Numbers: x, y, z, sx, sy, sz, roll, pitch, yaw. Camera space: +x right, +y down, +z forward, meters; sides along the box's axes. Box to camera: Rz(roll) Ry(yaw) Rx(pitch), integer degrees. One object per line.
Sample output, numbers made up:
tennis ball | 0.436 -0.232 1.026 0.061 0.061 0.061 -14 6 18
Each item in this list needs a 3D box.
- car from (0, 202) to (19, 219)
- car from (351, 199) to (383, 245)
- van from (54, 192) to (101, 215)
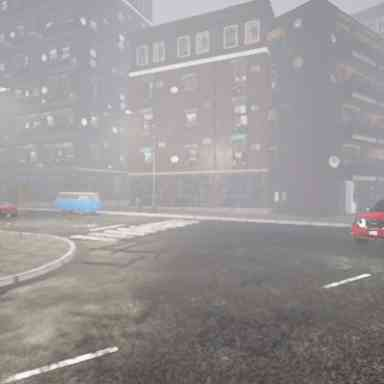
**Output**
car | -14.022 1.170 22.804 4.718 1.301 1.895 1 1 25
car | 9.233 1.236 14.539 5.566 2.045 2.150 0 0 -37
van | -9.314 0.909 27.007 3.998 1.788 1.690 1 0 25
